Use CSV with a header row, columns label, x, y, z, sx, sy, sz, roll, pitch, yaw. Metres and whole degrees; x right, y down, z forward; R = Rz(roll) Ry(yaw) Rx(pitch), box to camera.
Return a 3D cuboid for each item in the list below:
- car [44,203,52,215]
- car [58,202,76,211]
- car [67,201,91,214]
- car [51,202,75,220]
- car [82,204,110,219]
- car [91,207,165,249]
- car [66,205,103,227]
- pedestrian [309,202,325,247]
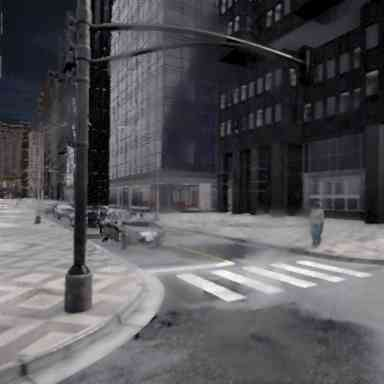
label,x,y,z,sx,sy,sz,roll,pitch,yaw
car,-16.974,2.029,40.941,1.994,1.385,4.181,1,-1,-28
car,-19.569,2.222,52.089,1.895,1.301,4.718,1,-1,-29
car,-15.048,2.034,43.962,2.128,1.511,4.902,1,-1,-29
car,-12.161,1.890,32.180,1.812,1.442,4.674,1,-1,-29
car,-10.263,2.009,35.308,1.994,1.385,4.181,1,-1,-28
car,-2.877,1.636,15.419,2.128,1.511,4.902,1,-1,-29
car,-7.325,1.815,23.448,1.994,1.385,4.181,1,-1,-29
pedestrian,5.133,1.342,13.658,0.375,1.860,0.375,1,-2,-29
